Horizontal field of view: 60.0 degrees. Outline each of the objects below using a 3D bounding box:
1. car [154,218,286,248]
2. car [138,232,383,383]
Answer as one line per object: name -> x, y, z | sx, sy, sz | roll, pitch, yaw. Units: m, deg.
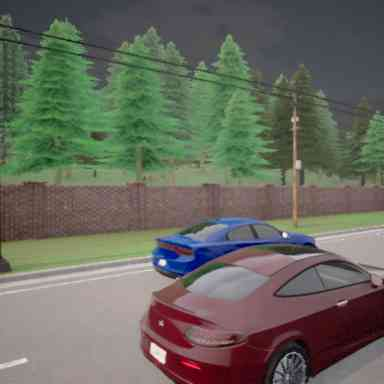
car -> 1.338, 1.442, 9.000 | 5.008, 1.535, 1.882 | 0, 0, -35
car -> 1.508, 1.503, 4.839 | 4.674, 1.442, 1.812 | 0, 0, -36
